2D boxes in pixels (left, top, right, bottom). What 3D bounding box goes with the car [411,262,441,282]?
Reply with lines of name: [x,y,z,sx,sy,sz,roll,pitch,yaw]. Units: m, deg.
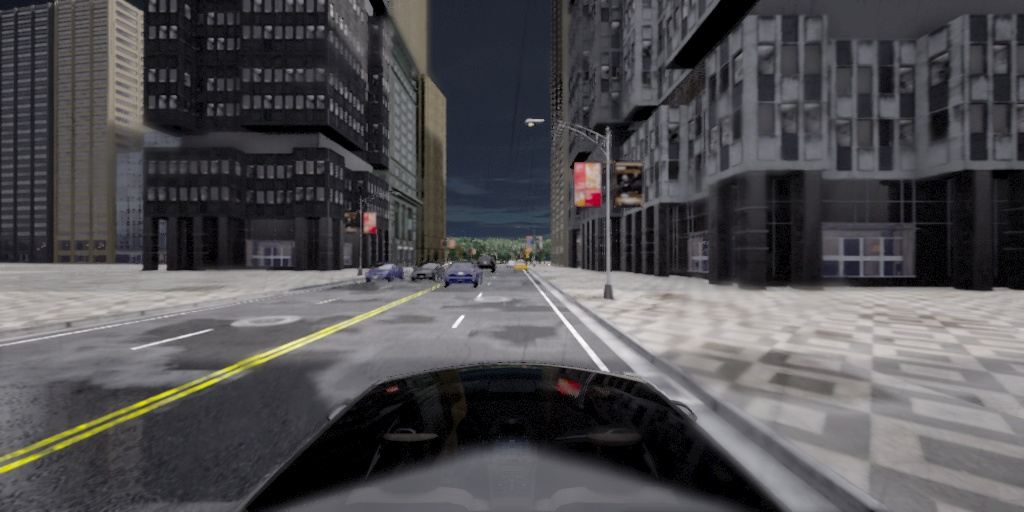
car: [-6.589,1.240,28.450,1.837,1.490,4.892,0,0,0]

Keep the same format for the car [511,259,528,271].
car: [1.148,1.191,47.118,1.801,1.575,5.366,0,0,0]

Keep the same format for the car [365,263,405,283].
car: [-9.840,1.261,28.130,1.812,1.442,4.674,0,0,0]

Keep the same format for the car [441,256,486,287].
car: [-3.145,1.089,24.172,2.097,1.767,4.553,0,0,0]

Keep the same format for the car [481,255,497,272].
car: [-3.139,0.950,45.086,2.150,2.045,5.566,0,0,0]
